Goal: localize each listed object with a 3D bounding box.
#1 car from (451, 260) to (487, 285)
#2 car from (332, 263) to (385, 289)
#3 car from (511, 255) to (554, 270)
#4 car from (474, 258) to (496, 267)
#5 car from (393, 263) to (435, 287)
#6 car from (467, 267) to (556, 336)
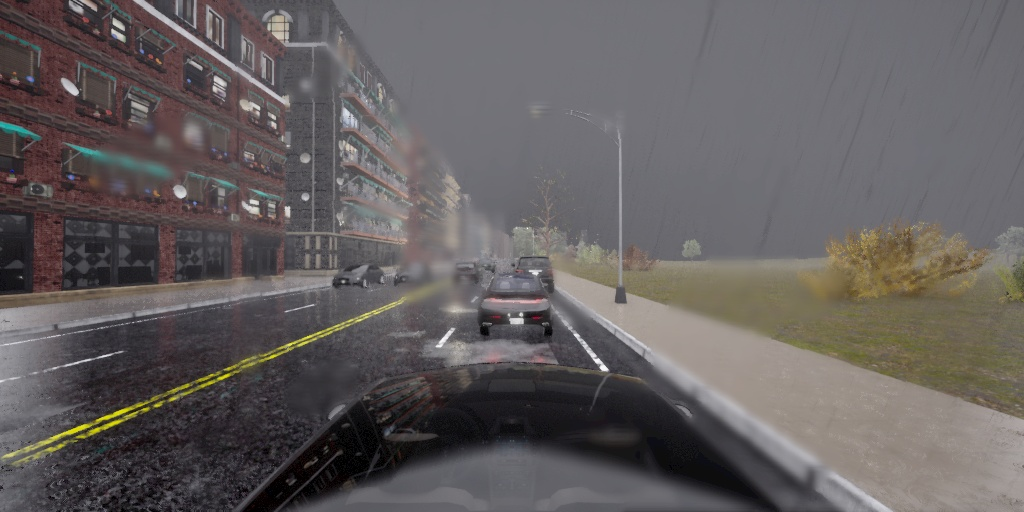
[{"bbox_3d":[-3.126,1.258,26.435,1.837,1.490,4.892,0,0,0],"label":"car"},{"bbox_3d":[-9.830,1.258,23.322,1.837,1.490,4.892,0,0,0],"label":"car"},{"bbox_3d":[1.156,0.978,20.295,2.150,2.045,5.566,0,0,0],"label":"car"},{"bbox_3d":[-3.111,1.106,44.405,2.097,1.767,4.553,0,0,0],"label":"car"},{"bbox_3d":[-6.579,1.258,24.538,1.837,1.490,4.892,0,0,0],"label":"car"},{"bbox_3d":[0.110,1.243,10.427,2.128,1.511,4.902,0,0,0],"label":"car"}]
